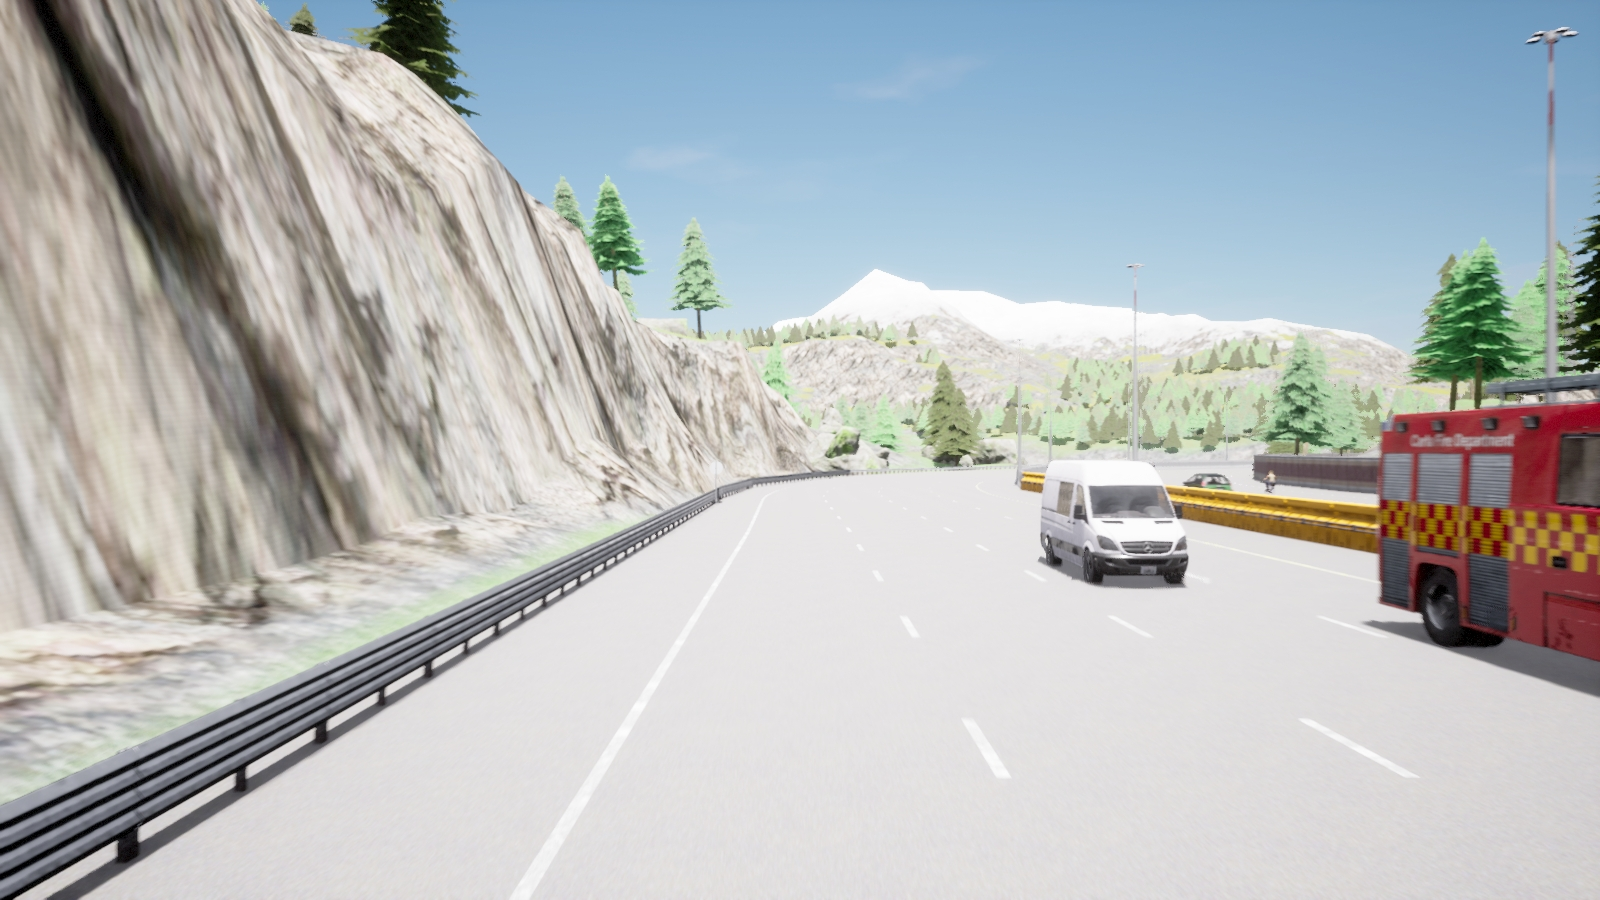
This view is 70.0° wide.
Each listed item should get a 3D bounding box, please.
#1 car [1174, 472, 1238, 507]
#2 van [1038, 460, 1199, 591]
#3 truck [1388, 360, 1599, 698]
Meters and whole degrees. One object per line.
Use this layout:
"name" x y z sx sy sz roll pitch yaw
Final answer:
"car" 20.735 1.999 58.514 1.851 1.617 3.988 0 0 -1
"van" 6.989 1.534 25.820 1.988 2.561 5.915 0 0 0
"truck" 10.500 0.890 13.362 2.891 3.827 8.468 0 0 0
